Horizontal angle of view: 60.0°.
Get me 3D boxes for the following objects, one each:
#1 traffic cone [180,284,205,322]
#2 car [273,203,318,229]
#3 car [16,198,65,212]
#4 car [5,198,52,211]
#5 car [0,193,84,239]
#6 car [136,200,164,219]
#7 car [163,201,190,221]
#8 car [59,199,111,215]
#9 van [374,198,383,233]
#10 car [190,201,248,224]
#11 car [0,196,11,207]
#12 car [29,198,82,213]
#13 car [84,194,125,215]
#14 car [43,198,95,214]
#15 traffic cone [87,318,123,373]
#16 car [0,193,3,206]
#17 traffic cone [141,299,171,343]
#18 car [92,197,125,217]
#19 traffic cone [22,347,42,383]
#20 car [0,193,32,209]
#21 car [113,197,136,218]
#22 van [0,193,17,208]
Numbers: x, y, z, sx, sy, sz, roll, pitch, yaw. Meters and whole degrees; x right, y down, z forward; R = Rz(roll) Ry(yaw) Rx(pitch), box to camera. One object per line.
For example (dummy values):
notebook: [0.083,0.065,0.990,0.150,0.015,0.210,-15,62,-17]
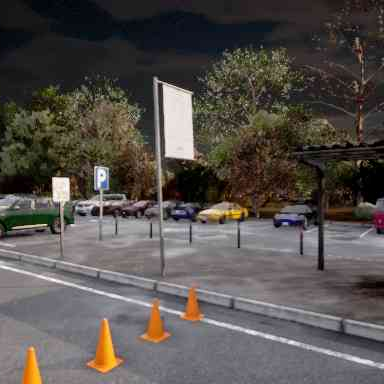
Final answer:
traffic cone: [0.008,1.962,6.000,0.340,0.580,0.340,0,0,36]
car: [7.036,1.523,22.070,2.163,1.488,4.792,0,0,35]
car: [-17.945,1.527,39.624,2.163,1.488,4.792,0,0,35]
car: [-20.188,1.515,41.272,2.163,1.488,4.792,0,0,35]
car: [-8.856,1.247,17.253,2.435,2.045,5.566,0,0,35]
car: [-2.027,1.501,28.483,2.231,1.521,4.892,0,0,35]
car: [0.256,1.528,26.906,2.163,1.488,4.792,0,0,35]
car: [-11.118,1.507,34.856,2.231,1.521,4.892,0,0,35]
van: [11.661,1.265,18.998,1.878,1.987,4.442,0,0,35]
car: [2.403,1.494,25.134,1.946,1.575,5.366,0,0,35]
car: [-29.182,1.413,47.784,1.946,1.575,5.366,1,0,35]
car: [-15.553,1.498,38.206,1.946,1.575,5.366,0,0,35]
car: [-8.861,1.253,33.242,2.435,2.045,5.566,0,0,35]
car: [-13.390,1.504,36.454,2.097,1.535,5.008,0,0,35]
traffic cone: [-1.142,1.962,4.368,0.340,0.580,0.340,0,0,35]
car: [-31.542,1.145,49.251,2.435,2.045,5.566,1,0,35]
traffic cone: [-0.567,1.962,5.185,0.340,0.580,0.340,0,0,35]
car: [-6.570,1.502,31.674,2.097,1.535,5.008,0,0,35]
traffic cone: [-1.717,1.962,3.552,0.340,0.580,0.340,0,0,35]
car: [-24.729,1.205,44.463,2.435,2.045,5.566,1,0,35]
car: [-4.299,1.501,30.078,2.097,1.535,5.008,0,0,35]
van: [-26.950,1.211,46.132,1.878,1.987,4.442,1,0,35]
